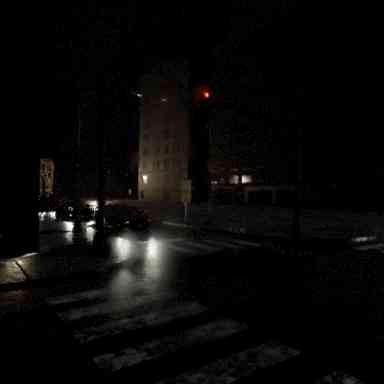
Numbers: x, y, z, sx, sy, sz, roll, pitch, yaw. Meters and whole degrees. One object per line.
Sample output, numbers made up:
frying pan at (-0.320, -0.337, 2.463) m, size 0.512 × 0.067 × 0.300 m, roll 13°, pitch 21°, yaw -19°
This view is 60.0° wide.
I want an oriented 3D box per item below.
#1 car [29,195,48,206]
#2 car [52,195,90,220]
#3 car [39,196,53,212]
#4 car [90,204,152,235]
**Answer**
car at (-25.132, 1.344, 54.395) m, size 1.882 × 1.535 × 5.008 m, roll 1°, pitch 0°, yaw -34°
car at (-9.619, 1.296, 27.239) m, size 2.097 × 1.767 × 4.553 m, roll 1°, pitch 0°, yaw -34°
car at (-16.494, 1.460, 37.261) m, size 1.994 × 1.385 × 4.181 m, roll 1°, pitch 0°, yaw -34°
car at (-4.020, 1.465, 19.015) m, size 1.882 × 1.535 × 5.008 m, roll 1°, pitch 0°, yaw -33°
